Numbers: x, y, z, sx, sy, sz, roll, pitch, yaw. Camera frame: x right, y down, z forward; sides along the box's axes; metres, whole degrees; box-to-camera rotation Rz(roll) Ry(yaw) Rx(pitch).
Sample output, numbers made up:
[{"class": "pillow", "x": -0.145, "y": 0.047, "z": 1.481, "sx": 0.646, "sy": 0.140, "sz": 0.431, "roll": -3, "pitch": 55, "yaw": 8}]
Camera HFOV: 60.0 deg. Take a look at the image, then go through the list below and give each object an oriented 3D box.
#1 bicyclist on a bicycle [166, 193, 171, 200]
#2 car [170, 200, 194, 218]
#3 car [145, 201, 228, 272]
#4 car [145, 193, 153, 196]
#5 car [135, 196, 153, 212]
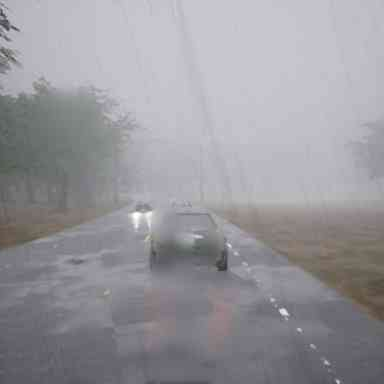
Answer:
[{"class": "bicyclist on a bicycle", "x": -4.961, "y": 1.052, "z": 74.041, "sx": 0.582, "sy": 1.620, "sz": 1.656, "roll": -1, "pitch": 0, "yaw": -9}, {"class": "car", "x": -0.951, "y": 1.436, "z": 29.131, "sx": 1.895, "sy": 1.301, "sz": 4.718, "roll": 0, "pitch": 0, "yaw": -4}, {"class": "car", "x": -0.123, "y": 1.284, "z": 10.685, "sx": 2.097, "sy": 1.767, "sz": 4.553, "roll": 0, "pitch": 0, "yaw": -1}, {"class": "car", "x": -9.986, "y": 0.950, "z": 77.209, "sx": 1.812, "sy": 1.442, "sz": 4.674, "roll": -1, "pitch": 0, "yaw": -9}, {"class": "car", "x": -5.161, "y": 1.416, "z": 36.280, "sx": 1.895, "sy": 1.301, "sz": 4.718, "roll": 0, "pitch": 0, "yaw": -5}]
